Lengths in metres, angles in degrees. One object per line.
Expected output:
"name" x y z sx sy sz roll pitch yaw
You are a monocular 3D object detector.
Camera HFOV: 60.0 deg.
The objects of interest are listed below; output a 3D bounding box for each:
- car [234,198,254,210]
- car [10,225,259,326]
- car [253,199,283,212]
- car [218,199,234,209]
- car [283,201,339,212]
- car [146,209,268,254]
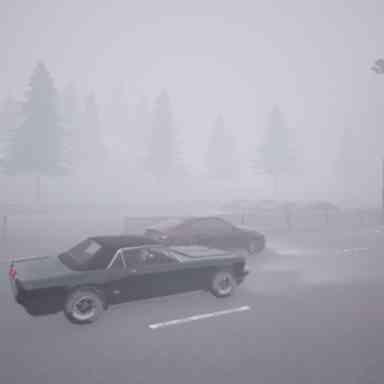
"car" 7.324 1.488 35.641 4.892 1.490 1.837 0 0 -28
"car" -1.077 1.581 6.954 4.718 1.301 1.895 1 0 -32
"car" 9.046 1.559 32.593 5.357 1.411 2.033 0 0 -28
"car" 5.420 1.432 38.594 5.008 1.535 1.882 0 0 -28
"car" 10.903 1.531 29.616 4.902 1.511 2.128 0 0 -28
"car" 0.518 1.527 11.918 4.674 1.442 1.812 1 0 -29
